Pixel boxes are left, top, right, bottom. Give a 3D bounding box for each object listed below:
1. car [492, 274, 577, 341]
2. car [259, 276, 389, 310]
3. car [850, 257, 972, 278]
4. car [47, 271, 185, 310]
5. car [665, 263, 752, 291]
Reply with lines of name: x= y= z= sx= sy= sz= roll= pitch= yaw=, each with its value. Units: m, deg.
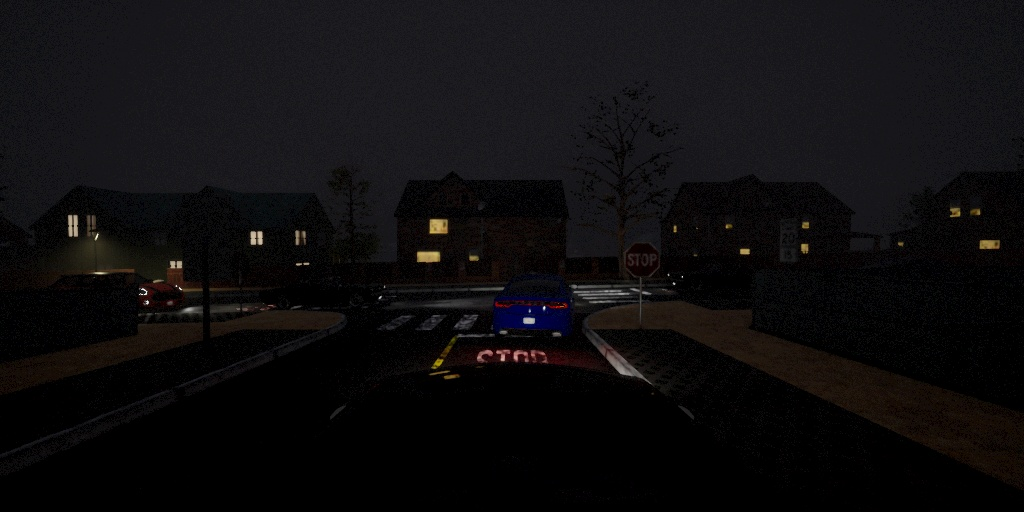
car: x=0.781 y=1.226 z=10.061 sx=1.882 sy=1.535 sz=5.008 roll=0 pitch=0 yaw=10
car: x=-7.819 y=1.506 z=15.264 sx=4.718 sy=1.301 sz=1.895 roll=-1 pitch=1 yaw=0
car: x=20.047 y=0.753 z=18.243 sx=5.357 sy=1.411 sz=2.033 roll=-1 pitch=1 yaw=0
car: x=-16.807 y=1.472 z=15.251 sx=4.553 sy=1.767 sz=2.097 roll=-1 pitch=1 yaw=0
car: x=10.401 y=1.034 z=18.201 sx=4.718 sy=1.301 sz=1.895 roll=-1 pitch=1 yaw=-1
